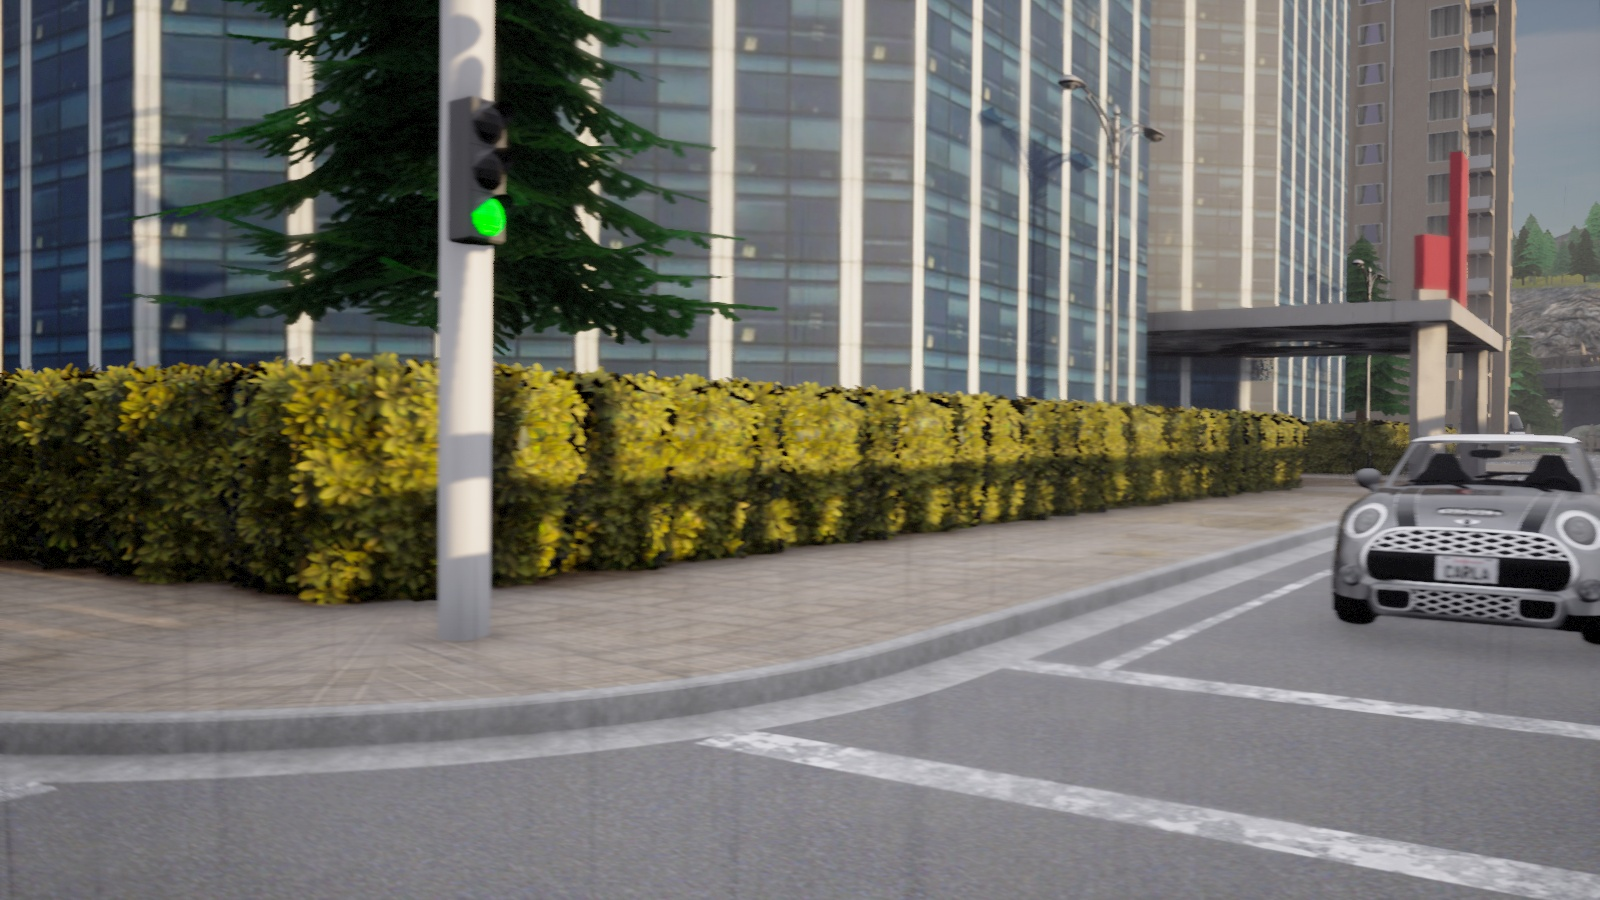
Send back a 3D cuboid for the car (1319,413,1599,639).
[{"bbox_3d":[5.671,0.464,10.199,1.970,1.475,3.806,0,1,34],"label":"car"}]
